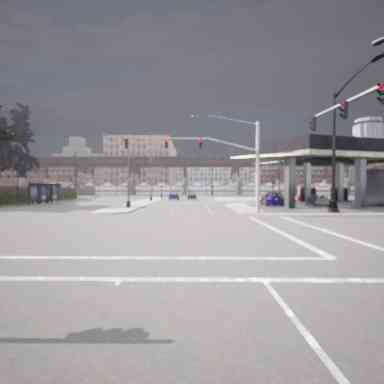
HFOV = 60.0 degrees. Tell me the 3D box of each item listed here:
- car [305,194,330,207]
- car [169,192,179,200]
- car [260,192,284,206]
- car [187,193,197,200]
[{"bbox_3d":[15.458,1.013,41.136,1.970,1.475,3.806,0,1,0],"label":"car"},{"bbox_3d":[-3.496,0.778,65.048,1.882,1.535,5.008,0,1,0],"label":"car"},{"bbox_3d":[9.713,0.860,40.372,2.242,1.667,4.611,0,1,0],"label":"car"},{"bbox_3d":[0.004,0.848,65.049,2.033,1.411,5.357,0,1,0],"label":"car"}]
